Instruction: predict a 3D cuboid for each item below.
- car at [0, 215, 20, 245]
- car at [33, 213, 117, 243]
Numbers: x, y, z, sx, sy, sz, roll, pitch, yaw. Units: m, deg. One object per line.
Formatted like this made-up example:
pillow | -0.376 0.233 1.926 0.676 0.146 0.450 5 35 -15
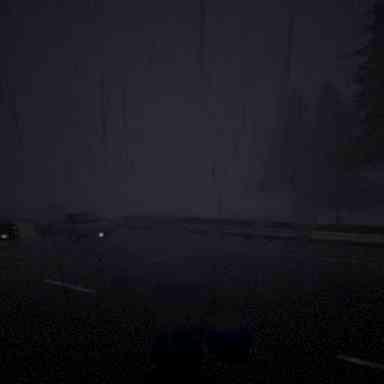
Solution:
car | -9.715 1.684 15.269 4.674 1.442 1.812 -1 0 36
car | -6.076 1.744 16.965 4.718 1.301 1.895 -1 0 36
